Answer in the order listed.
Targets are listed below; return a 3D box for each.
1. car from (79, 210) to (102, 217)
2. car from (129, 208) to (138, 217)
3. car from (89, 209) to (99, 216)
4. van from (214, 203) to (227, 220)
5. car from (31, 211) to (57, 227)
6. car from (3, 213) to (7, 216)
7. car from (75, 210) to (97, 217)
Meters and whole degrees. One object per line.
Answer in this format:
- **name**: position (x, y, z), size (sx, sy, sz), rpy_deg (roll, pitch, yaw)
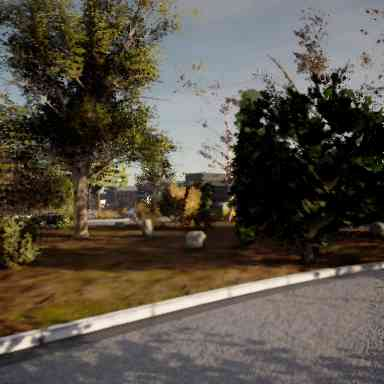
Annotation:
- **car**: position (-24.798, 5.203, 81.032), size (4.892, 1.521, 2.231), rpy_deg (1, -4, -35)
- **car**: position (-9.153, 3.554, 58.340), size (4.553, 1.767, 2.185), rpy_deg (1, -4, -35)
- **car**: position (-22.939, 5.062, 78.338), size (4.674, 1.452, 2.002), rpy_deg (1, -4, -35)
- **van**: position (4.738, 2.280, 38.848), size (4.442, 1.987, 1.878), rpy_deg (1, -3, -35)
- **car**: position (-14.967, 2.973, 36.539), size (5.008, 1.535, 1.882), rpy_deg (2, -2, -35)
- **car**: position (-31.562, 3.724, 53.094), size (5.357, 1.411, 2.033), rpy_deg (2, -2, -35)
- **car**: position (-26.666, 5.383, 83.714), size (5.008, 1.535, 2.097), rpy_deg (1, -4, -35)
